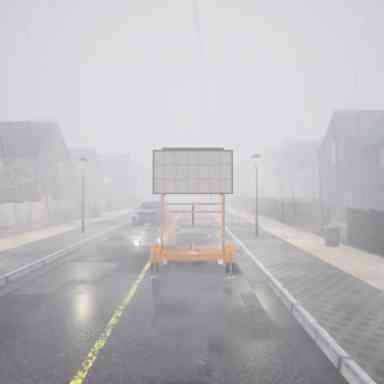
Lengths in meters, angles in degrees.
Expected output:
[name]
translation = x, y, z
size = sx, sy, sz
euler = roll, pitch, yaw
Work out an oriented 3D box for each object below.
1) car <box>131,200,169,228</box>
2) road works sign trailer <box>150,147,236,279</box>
[car]
translation = -2.697, 1.371, 22.354
size = 2.097, 1.767, 4.553
euler = 0, 0, 0
[road works sign trailer]
translation = 0.029, 0.466, 10.062
size = 2.380, 3.560, 2.880
euler = 0, 0, 1
